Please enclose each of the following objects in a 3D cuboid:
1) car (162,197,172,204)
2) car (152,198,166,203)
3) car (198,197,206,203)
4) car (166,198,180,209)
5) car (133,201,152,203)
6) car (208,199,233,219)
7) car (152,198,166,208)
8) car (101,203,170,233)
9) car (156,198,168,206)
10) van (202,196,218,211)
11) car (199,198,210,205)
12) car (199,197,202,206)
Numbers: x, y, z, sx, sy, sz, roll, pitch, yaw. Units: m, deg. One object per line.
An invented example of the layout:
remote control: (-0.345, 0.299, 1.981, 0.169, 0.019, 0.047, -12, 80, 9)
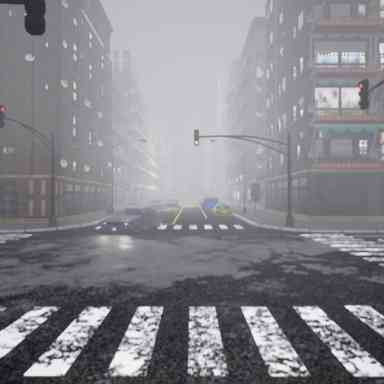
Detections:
car: (-5.383, 1.894, 72.067, 2.008, 1.369, 4.403, 1, 0, 0)
car: (-5.359, 1.806, 49.435, 1.802, 1.307, 4.206, 1, 0, 0)
car: (2.485, 1.952, 83.438, 1.887, 1.381, 4.507, 1, 0, 0)
car: (-2.804, 1.753, 50.634, 2.033, 1.411, 5.357, 0, 0, 0)
car: (-5.470, 1.692, 32.462, 2.008, 1.369, 4.403, 1, 0, 0)
car: (2.672, 1.655, 30.016, 1.752, 1.417, 4.829, 1, 0, 0)
car: (-5.365, 1.778, 54.923, 1.752, 1.417, 4.829, 1, 0, 0)
car: (-3.453, 1.636, 20.638, 2.033, 1.411, 5.357, 0, 0, 17)
car: (-5.372, 1.864, 60.751, 1.802, 1.307, 4.206, 1, 0, 0)
van: (2.562, 1.537, 43.850, 1.690, 1.788, 3.998, 1, 0, 0)
car: (2.503, 1.863, 66.471, 2.008, 1.369, 4.403, 1, 0, 0)
car: (2.524, 1.540, 49.503, 2.192, 1.841, 5.009, 1, 0, 0)
